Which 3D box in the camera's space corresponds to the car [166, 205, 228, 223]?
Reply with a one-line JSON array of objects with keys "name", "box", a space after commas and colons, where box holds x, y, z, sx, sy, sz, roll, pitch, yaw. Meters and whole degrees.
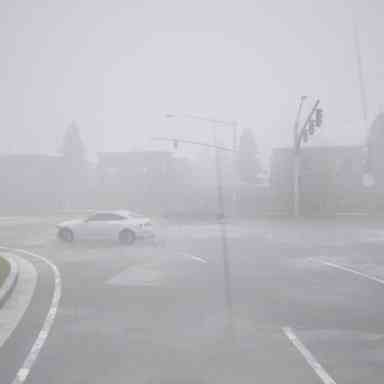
[{"name": "car", "box": [0.219, 1.601, 24.885, 4.718, 1.301, 1.895, 0, 0, 12]}]

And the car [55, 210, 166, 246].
[{"name": "car", "box": [-3.786, 1.526, 15.003, 4.674, 1.442, 1.812, 0, 0, 12]}]
